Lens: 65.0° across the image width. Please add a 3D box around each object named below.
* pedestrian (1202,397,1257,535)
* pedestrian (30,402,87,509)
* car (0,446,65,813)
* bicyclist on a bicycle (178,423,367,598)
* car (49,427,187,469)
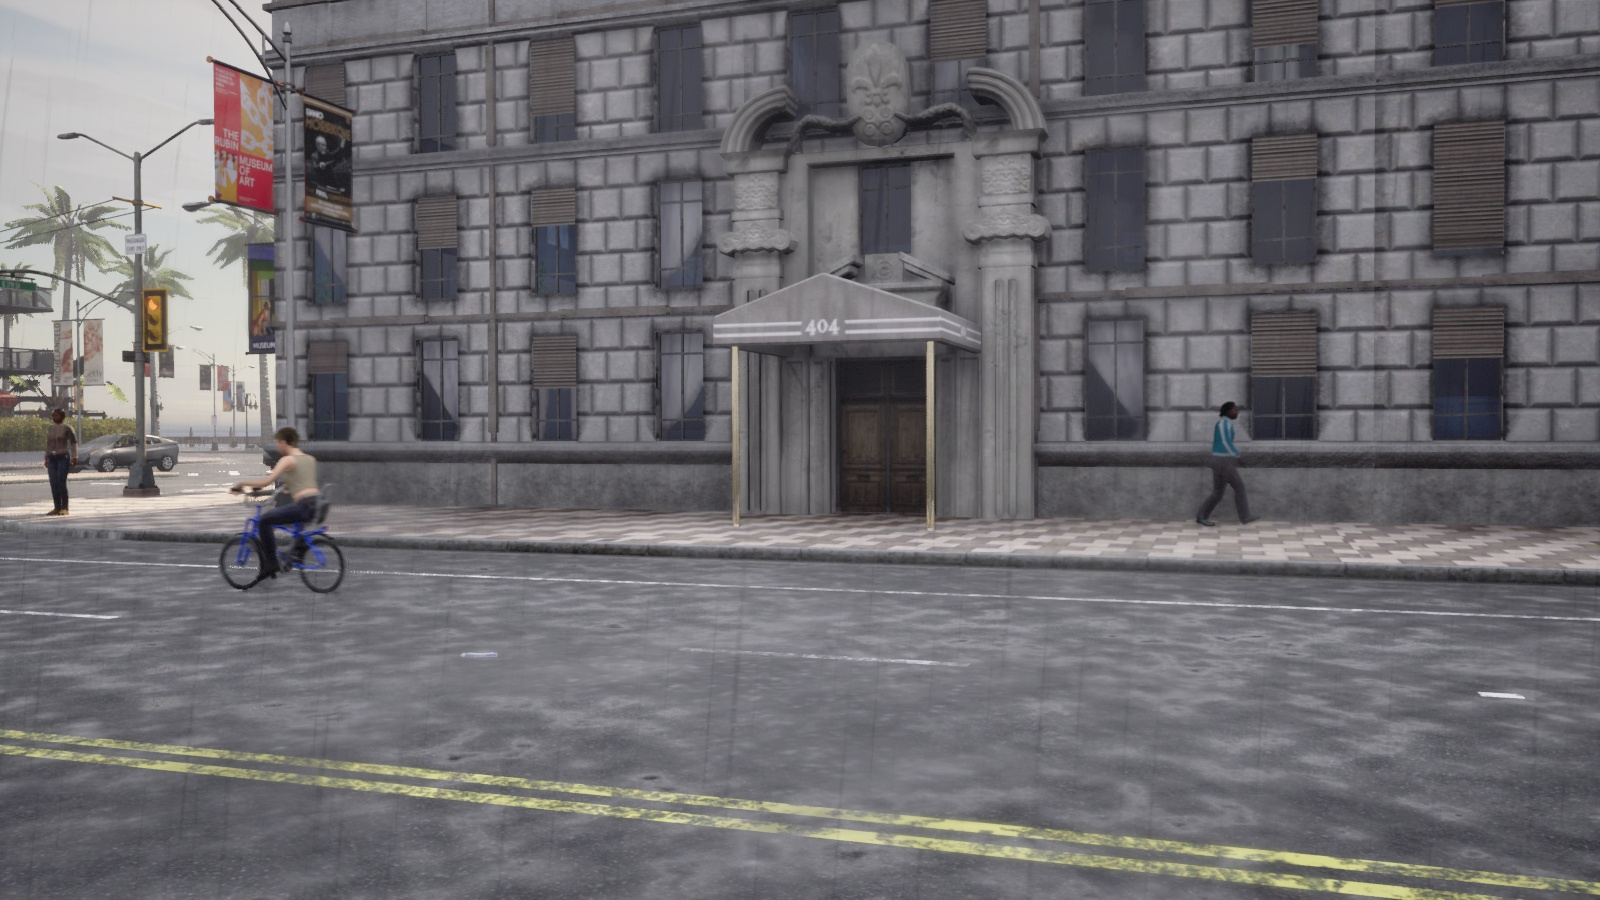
[{"bbox_3d":[6.122,0.220,17.902,0.692,1.930,0.396,1,1,23],"label":"pedestrian"},{"bbox_3d":[-12.728,0.090,21.561,0.328,1.805,0.869,0,1,12],"label":"pedestrian"},{"bbox_3d":[-5.771,0.723,5.109,4.792,1.488,2.163,1,1,18],"label":"car"},{"bbox_3d":[-5.138,0.547,12.263,1.509,1.612,0.866,1,1,19],"label":"bicyclist on a bicycle"},{"bbox_3d":[-26.233,-0.102,48.491,2.007,1.525,4.514,1,1,19],"label":"car"}]
